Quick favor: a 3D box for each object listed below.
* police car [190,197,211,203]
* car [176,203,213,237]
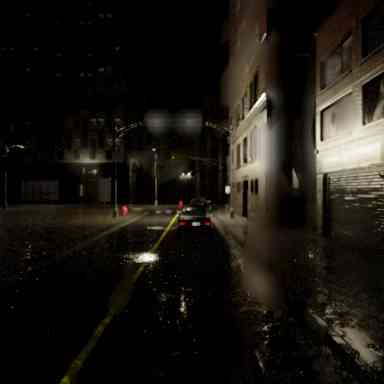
[{"bbox_3d":[0.942,1.349,36.433,1.930,1.638,5.238,0,0,12],"label":"police car"},{"bbox_3d":[0.137,1.510,17.736,2.033,1.411,5.357,0,0,0],"label":"car"}]
